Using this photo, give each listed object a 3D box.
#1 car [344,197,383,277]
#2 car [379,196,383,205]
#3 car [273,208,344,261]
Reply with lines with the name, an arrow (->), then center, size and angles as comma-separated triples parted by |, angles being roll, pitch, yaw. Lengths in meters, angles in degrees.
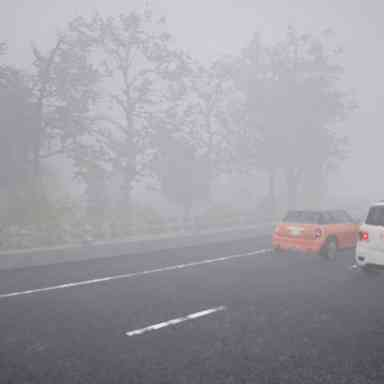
car -> 6.627, 1.237, 9.296 | 5.566, 2.045, 2.150 | 0, 0, -42
car -> 35.869, 1.585, 60.832 | 1.837, 1.490, 4.892 | 0, 0, 14
car -> 5.107, 1.385, 12.699 | 4.553, 1.767, 2.097 | 0, 0, -41
